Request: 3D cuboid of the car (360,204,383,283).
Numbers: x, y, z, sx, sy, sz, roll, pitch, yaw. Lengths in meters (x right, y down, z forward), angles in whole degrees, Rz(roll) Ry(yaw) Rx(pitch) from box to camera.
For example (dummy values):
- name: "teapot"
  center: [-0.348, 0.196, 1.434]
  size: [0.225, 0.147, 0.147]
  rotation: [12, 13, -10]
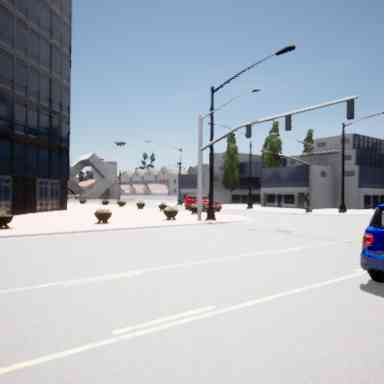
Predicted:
- name: "car"
  center: [6.535, 1.249, 8.472]
  size: [5.566, 2.045, 2.150]
  rotation: [0, 0, -35]

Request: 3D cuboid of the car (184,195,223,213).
- name: "car"
  center: [1.274, 1.336, 39.589]
  size: [2.150, 2.045, 5.566]
  rotation: [1, -1, -35]
